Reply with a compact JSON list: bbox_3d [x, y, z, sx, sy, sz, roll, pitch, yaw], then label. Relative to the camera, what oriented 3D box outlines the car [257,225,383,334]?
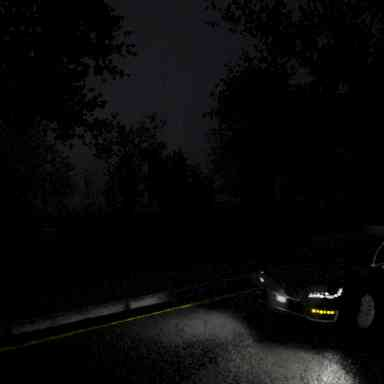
[{"bbox_3d":[3.443,1.505,6.870,4.892,1.490,1.837,0,0,-35],"label":"car"}]
